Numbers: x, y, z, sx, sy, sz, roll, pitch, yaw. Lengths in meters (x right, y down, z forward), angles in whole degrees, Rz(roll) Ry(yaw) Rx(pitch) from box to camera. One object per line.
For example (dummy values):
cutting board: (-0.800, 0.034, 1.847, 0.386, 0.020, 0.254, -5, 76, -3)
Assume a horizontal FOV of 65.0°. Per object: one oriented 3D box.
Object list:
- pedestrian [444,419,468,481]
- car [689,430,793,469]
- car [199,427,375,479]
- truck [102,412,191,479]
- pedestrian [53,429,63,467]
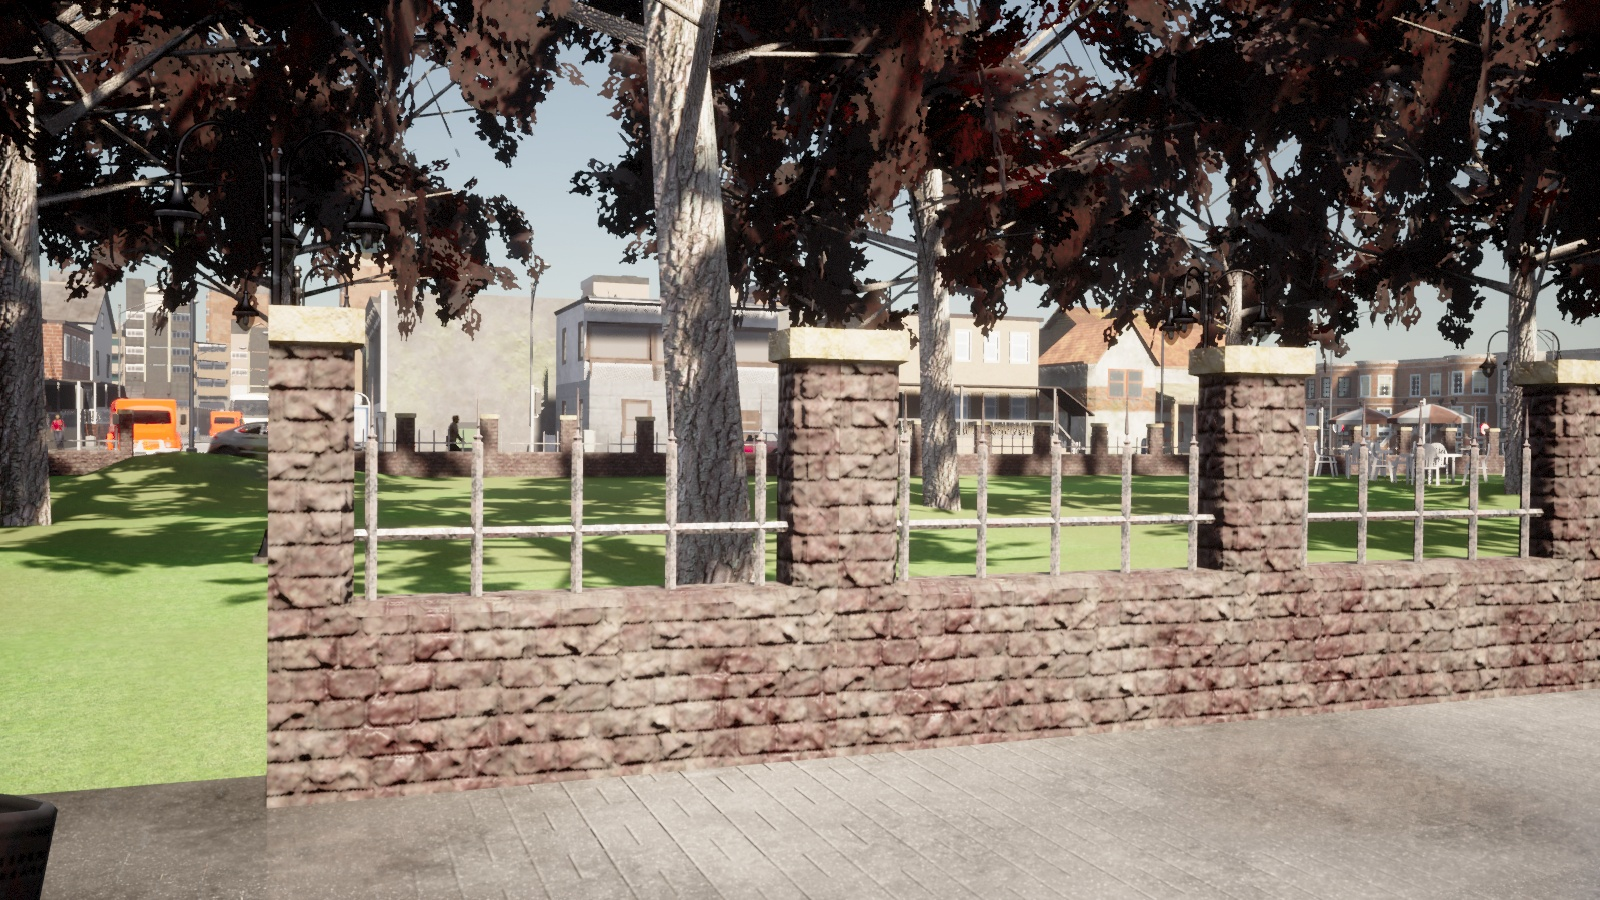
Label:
pedestrian: (-10.474, -0.001, 38.232, 0.634, 1.846, 0.331, -1, 1, -21)
car: (-2.411, -0.045, 51.313, 3.806, 1.475, 1.970, -1, 1, -21)
car: (-17.140, 0.077, 42.069, 5.027, 1.651, 2.152, 0, 1, 8)
truck: (-25.837, -0.218, 49.529, 2.627, 2.467, 5.204, -2, 2, -32)
pedestrian: (-36.136, -0.097, 61.170, 0.331, 1.846, 0.636, -1, 1, -23)
